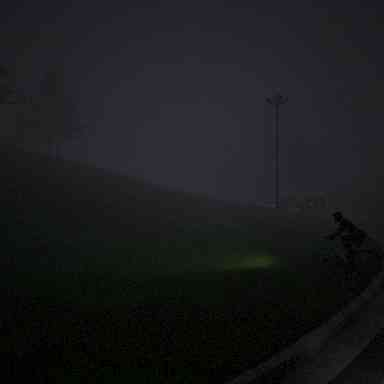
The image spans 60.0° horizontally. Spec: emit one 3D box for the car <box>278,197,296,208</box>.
[{"bbox_3d":[13.455,1.491,46.822,2.128,1.511,4.902,0,0,-5],"label":"car"}]

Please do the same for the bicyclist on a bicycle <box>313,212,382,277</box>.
[{"bbox_3d":[3.948,1.347,8.579,1.656,1.620,0.582,-2,-1,36],"label":"bicyclist on a bicycle"}]

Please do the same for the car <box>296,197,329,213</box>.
[{"bbox_3d":[13.587,1.352,37.357,2.097,1.767,4.553,0,0,3],"label":"car"}]
